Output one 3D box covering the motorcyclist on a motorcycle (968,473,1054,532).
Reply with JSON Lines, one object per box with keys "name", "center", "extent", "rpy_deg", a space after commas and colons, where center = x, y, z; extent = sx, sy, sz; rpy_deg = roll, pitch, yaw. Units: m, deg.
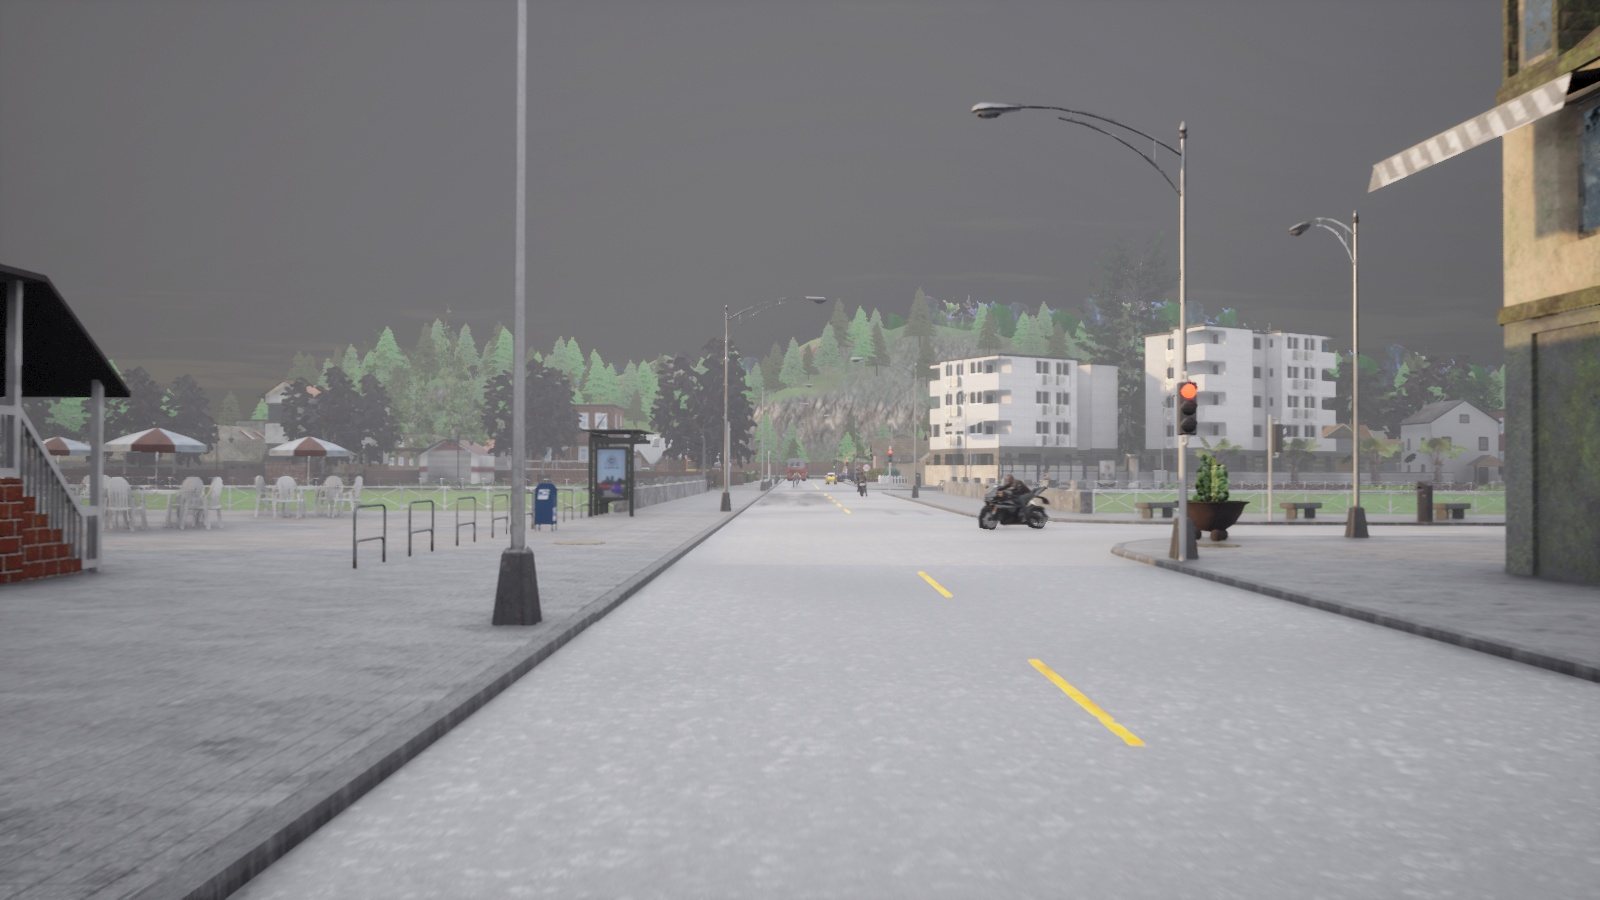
{"name": "motorcyclist on a motorcycle", "center": [5.732, 1.397, 34.038], "extent": [2.191, 1.530, 0.866], "rpy_deg": [0, 0, -25]}
